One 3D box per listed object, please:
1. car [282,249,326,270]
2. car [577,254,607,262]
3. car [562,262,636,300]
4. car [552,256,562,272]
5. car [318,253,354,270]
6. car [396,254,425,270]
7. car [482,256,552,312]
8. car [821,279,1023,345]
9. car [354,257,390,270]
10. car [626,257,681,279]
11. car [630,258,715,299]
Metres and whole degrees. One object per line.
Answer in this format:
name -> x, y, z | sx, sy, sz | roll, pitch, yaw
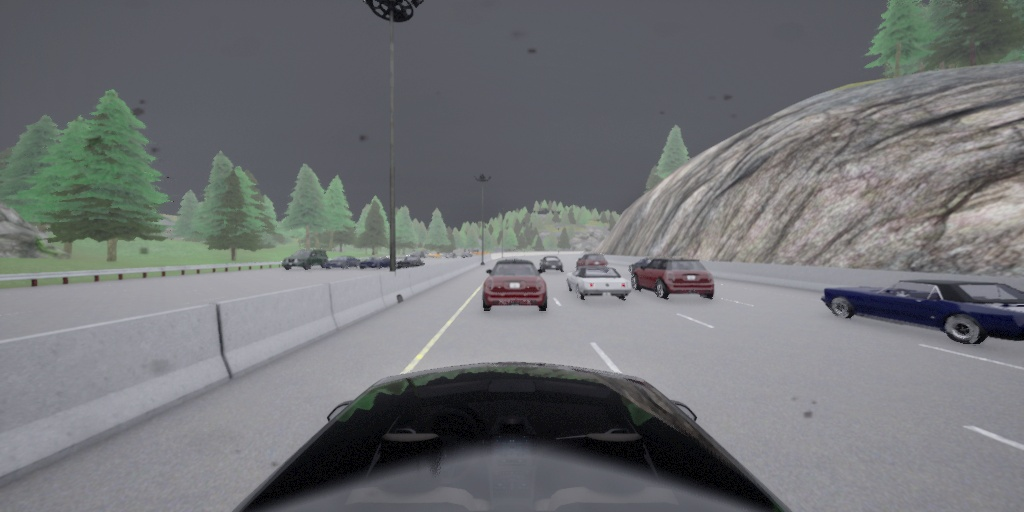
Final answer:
car -> -21.042, 0.349, 36.845 | 2.150, 2.045, 5.566 | 0, 1, 0
car -> 7.138, 0.580, 32.225 | 2.097, 1.767, 4.553 | 0, 1, 0
car -> 3.607, 1.110, 15.808 | 1.895, 1.301, 4.718 | 0, 1, 0
car -> 3.632, 0.729, 33.521 | 1.812, 1.442, 4.674 | 0, 1, 0
car -> -17.543, 0.670, 37.404 | 2.033, 1.411, 5.357 | 0, 1, 0
car -> -10.543, 0.735, 36.974 | 1.895, 1.301, 4.718 | 0, 1, 0
car -> 0.093, 0.902, 13.273 | 2.097, 1.767, 4.553 | 0, 1, 0
car -> 10.571, 1.231, 9.040 | 1.895, 1.301, 4.718 | 0, 1, 0
car -> -14.043, 0.733, 36.951 | 1.895, 1.301, 4.718 | 0, 1, 0
car -> 10.620, 0.861, 27.417 | 2.033, 1.411, 5.357 | 0, 1, 0
car -> 7.107, 0.854, 16.328 | 2.097, 1.767, 4.553 | 0, 1, 0
